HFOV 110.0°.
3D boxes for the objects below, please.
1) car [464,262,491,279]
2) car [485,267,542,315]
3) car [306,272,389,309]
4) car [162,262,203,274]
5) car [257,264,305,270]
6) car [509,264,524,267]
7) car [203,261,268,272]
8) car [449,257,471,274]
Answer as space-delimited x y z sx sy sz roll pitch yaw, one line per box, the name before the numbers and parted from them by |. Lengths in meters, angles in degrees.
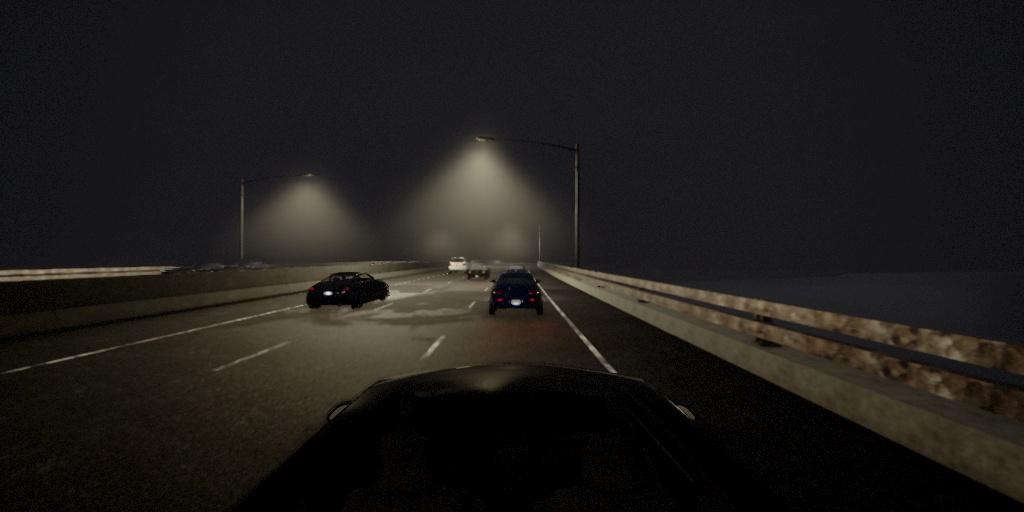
car | -3.087 1.512 34.316 1.895 1.301 4.718 0 0 1
car | 0.149 1.333 13.870 1.812 1.442 4.674 0 0 0
car | -6.840 1.375 15.378 1.994 1.385 4.181 0 0 0
car | -24.295 1.215 28.244 2.033 1.411 5.357 0 0 1
car | -17.296 1.473 28.132 1.994 1.385 4.181 0 0 1
car | 0.374 1.449 32.234 2.033 1.411 5.357 0 0 1
car | -20.795 1.064 28.192 2.033 1.411 5.357 0 0 1
car | -6.360 1.191 44.597 2.150 2.045 5.566 0 0 1
